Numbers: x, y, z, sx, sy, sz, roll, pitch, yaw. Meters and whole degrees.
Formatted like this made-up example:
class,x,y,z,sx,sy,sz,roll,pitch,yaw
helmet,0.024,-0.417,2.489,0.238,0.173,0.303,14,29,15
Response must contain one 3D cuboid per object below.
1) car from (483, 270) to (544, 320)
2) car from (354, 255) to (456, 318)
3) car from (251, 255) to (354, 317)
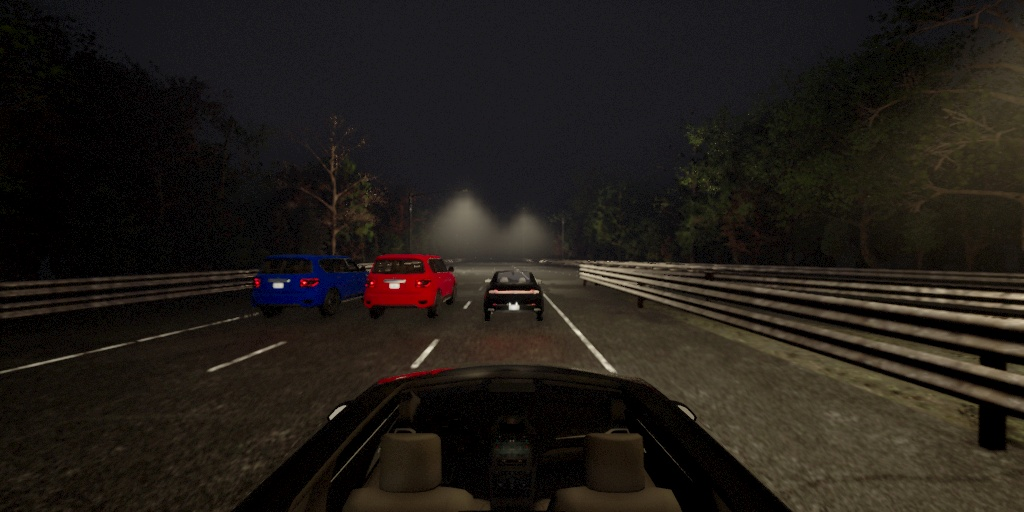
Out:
class,x,y,z,sx,sy,sz,roll,pitch,yaw
car,0.043,1.240,12.569,2.128,1.511,4.902,0,0,0
car,-3.460,0.971,13.182,2.150,2.045,5.566,0,0,0
car,-6.961,0.972,13.337,2.150,2.045,5.566,0,0,0
